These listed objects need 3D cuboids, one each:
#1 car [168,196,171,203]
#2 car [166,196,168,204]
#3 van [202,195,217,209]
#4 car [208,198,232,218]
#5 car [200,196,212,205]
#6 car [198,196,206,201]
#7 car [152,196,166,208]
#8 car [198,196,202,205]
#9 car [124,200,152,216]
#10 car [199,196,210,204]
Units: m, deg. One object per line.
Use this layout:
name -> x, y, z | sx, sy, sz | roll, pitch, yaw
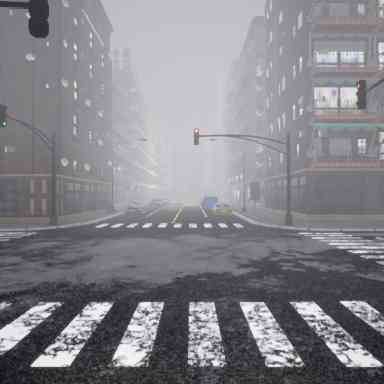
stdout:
car -> -5.389, 1.627, 60.934 | 1.802, 1.307, 4.206 | 1, 0, 0
car -> -5.381, 1.563, 55.106 | 1.752, 1.417, 4.829 | 1, 0, 0
van -> 2.549, 1.366, 44.034 | 1.690, 1.788, 3.998 | 1, 0, 0
car -> 2.663, 1.537, 30.201 | 1.752, 1.417, 4.829 | 1, 0, 0
car -> 2.492, 1.485, 61.000 | 1.967, 1.590, 4.097 | 1, 0, 0
car -> 2.460, 1.627, 83.624 | 1.887, 1.381, 4.507 | 1, 0, 0
car -> -5.374, 1.613, 49.618 | 1.802, 1.307, 4.206 | 1, 0, 0
car -> 2.509, 1.347, 49.688 | 2.192, 1.841, 5.009 | 1, 0, 0
car -> -5.480, 1.565, 32.645 | 2.008, 1.369, 4.403 | 1, 0, 0
car -> 2.483, 1.604, 66.656 | 2.008, 1.369, 4.403 | 1, 0, 0
